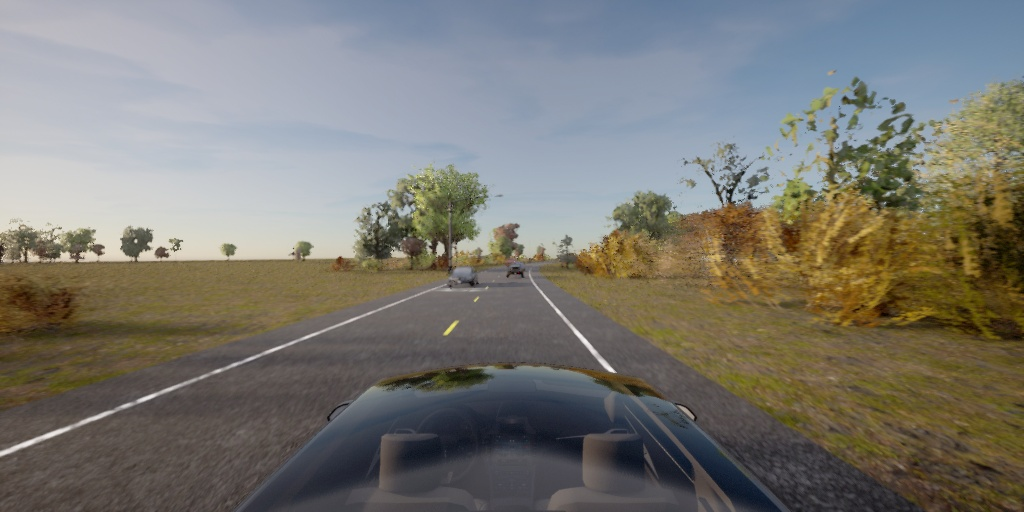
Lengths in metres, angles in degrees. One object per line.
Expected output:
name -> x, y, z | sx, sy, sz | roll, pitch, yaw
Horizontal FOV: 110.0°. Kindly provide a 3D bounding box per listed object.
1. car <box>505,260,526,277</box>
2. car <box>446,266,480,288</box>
car -> 0.404, 1.565, 39.885 | 1.837, 1.490, 4.892 | 0, 0, 2
car -> -3.557, 1.499, 26.685 | 1.812, 1.442, 4.674 | 0, 0, 1
